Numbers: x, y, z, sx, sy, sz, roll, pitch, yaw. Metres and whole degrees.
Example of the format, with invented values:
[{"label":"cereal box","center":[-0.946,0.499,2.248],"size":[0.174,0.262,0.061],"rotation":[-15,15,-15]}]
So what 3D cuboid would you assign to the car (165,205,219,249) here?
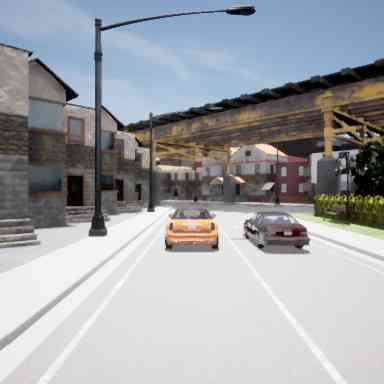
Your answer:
[{"label":"car","center":[0.000,1.365,14.620],"size":[2.097,1.767,4.553],"rotation":[0,0,0]}]

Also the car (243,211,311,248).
[{"label":"car","center":[3.500,1.562,14.650],"size":[2.033,1.411,5.357],"rotation":[0,0,0]}]
